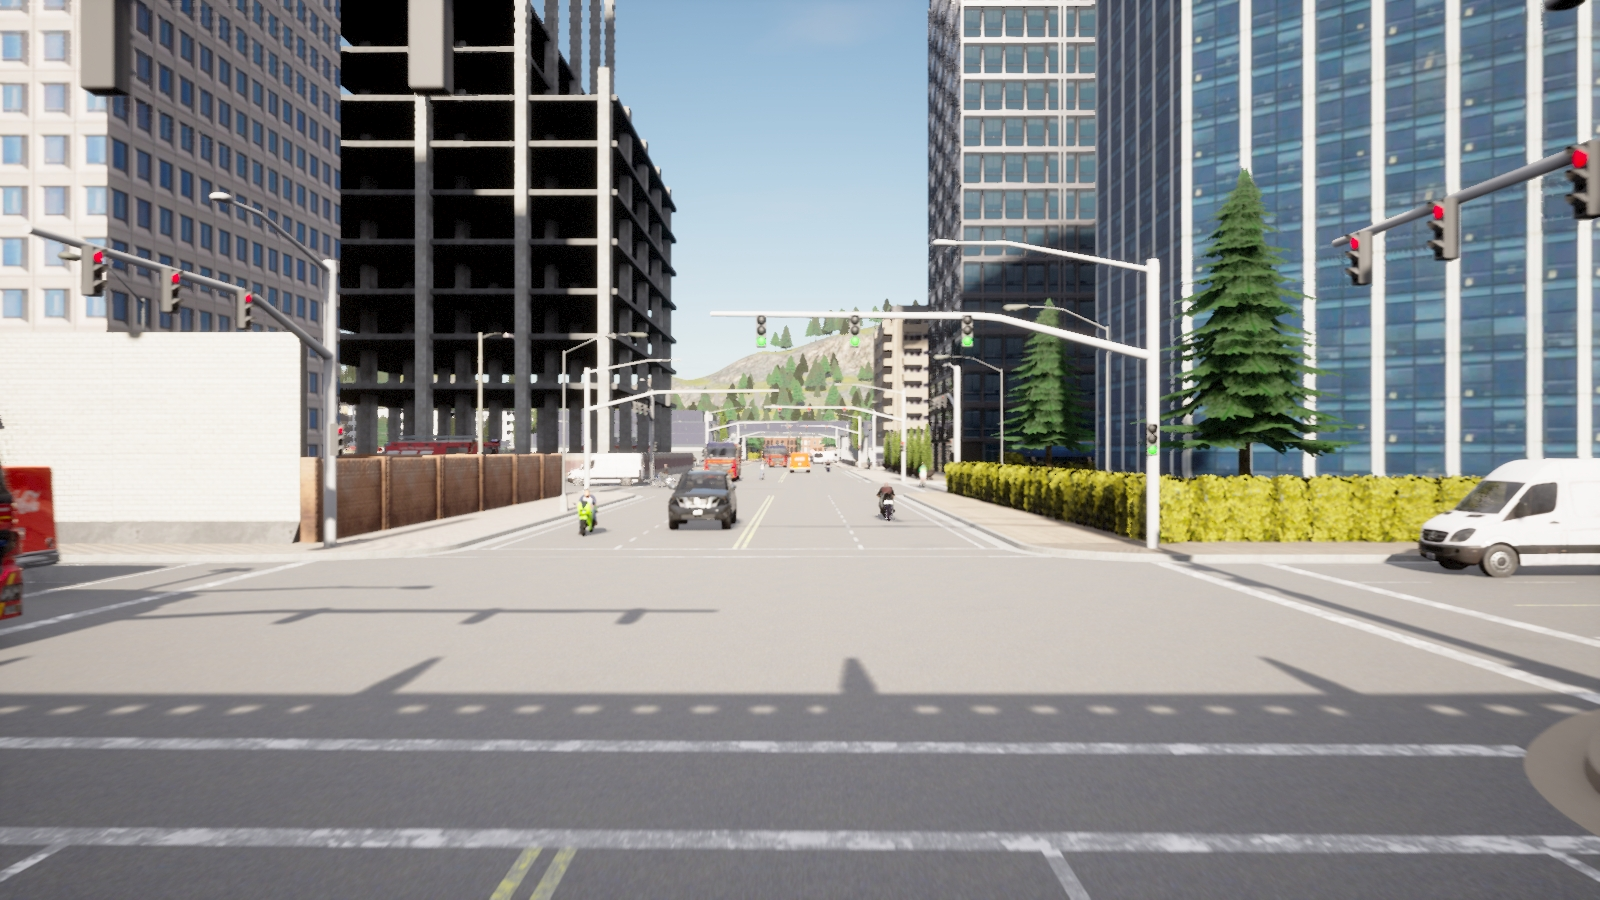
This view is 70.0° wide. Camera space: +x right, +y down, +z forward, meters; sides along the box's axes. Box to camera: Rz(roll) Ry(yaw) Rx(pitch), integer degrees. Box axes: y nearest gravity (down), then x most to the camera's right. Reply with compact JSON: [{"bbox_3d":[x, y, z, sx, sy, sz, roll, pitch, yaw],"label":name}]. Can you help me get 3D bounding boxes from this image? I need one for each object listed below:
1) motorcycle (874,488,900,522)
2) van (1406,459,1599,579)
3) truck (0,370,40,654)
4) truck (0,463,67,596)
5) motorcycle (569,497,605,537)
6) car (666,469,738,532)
[{"bbox_3d":[3.506,2.203,46.272,0.867,1.251,2.209,0,0,0],"label":"motorcycle"},{"bbox_3d":[16.966,1.478,25.429,5.915,2.561,1.988,0,0,0],"label":"van"},{"bbox_3d":[-15.013,0.837,14.762,8.468,3.827,2.891,0,0,0],"label":"truck"},{"bbox_3d":[-17.557,1.509,21.995,5.204,2.467,2.627,0,0,1],"label":"truck"},{"bbox_3d":[-6.994,2.185,37.599,0.803,1.199,2.033,0,0,0],"label":"motorcycle"},{"bbox_3d":[-3.493,1.778,41.860,2.150,2.045,5.566,0,0,0],"label":"car"}]
